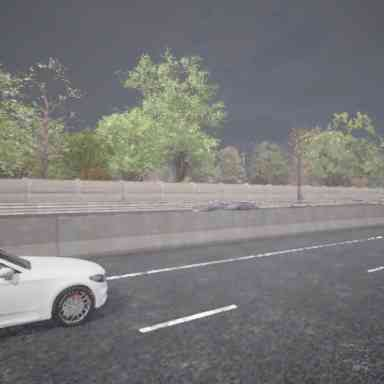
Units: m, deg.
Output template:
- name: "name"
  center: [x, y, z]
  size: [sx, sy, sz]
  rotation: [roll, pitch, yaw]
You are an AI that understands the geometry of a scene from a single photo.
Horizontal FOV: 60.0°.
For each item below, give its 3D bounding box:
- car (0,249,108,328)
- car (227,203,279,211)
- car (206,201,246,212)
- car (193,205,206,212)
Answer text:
- name: "car"
  center: [-3.735, 1.532, 5.375]
  size: [4.674, 1.442, 1.812]
  rotation: [0, 0, -35]
- name: "car"
  center: [5.226, 1.726, 24.912]
  size: [4.718, 1.301, 1.895]
  rotation: [0, 0, -35]
- name: "car"
  center: [3.924, 1.612, 28.280]
  size: [5.008, 1.535, 1.882]
  rotation: [0, 0, -35]
- name: "car"
  center: [2.324, 1.632, 31.436]
  size: [4.902, 1.511, 2.128]
  rotation: [0, 0, -35]
